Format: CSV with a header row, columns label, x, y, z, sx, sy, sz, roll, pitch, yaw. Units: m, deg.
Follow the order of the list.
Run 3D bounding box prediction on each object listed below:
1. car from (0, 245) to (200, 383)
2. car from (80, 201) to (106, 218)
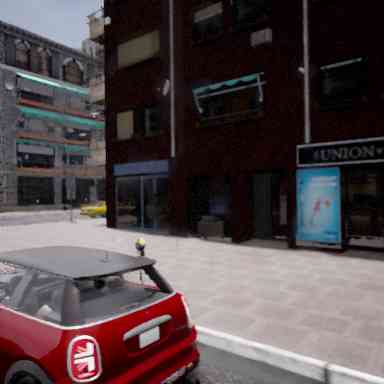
label,x,y,z,sx,sy,sz,roll,pitch,yaw
car,-1.994,1.436,4.373,4.097,1.590,1.967,0,-1,36
car,-6.275,1.259,25.726,1.752,1.417,4.829,-1,0,36
